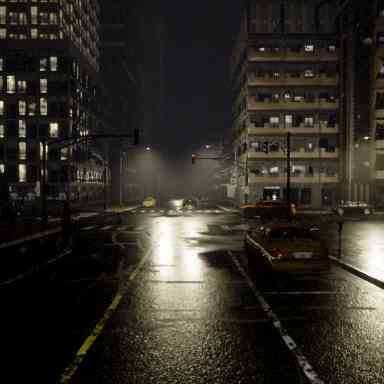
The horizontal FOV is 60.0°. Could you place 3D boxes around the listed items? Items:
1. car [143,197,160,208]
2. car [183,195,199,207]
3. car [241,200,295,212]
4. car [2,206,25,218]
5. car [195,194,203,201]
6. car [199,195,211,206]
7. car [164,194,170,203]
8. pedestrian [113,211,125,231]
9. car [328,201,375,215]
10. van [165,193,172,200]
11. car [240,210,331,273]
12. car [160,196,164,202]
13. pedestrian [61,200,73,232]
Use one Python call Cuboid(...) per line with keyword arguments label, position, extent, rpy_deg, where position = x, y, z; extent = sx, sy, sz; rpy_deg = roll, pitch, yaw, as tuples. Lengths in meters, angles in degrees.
Cuboid(label="car", position=(-6.115, 1.514, 48.060), extent=(1.752, 1.417, 4.829), rpy_deg=(-1, 0, 0))
Cuboid(label="car", position=(-0.339, 1.340, 52.175), extent=(2.097, 1.767, 4.553), rpy_deg=(0, 0, -1))
Cuboid(label="car", position=(7.028, 1.514, 31.053), extent=(5.008, 1.535, 1.882), rpy_deg=(1, 1, 0))
Cuboid(label="car", position=(-16.787, 1.491, 27.997), extent=(4.718, 1.301, 1.895), rpy_deg=(0, 1, 0))
Cuboid(label="car", position=(1.919, 1.424, 87.883), extent=(1.967, 1.590, 4.097), rpy_deg=(-1, 0, 0))
Cuboid(label="car", position=(2.214, 1.539, 53.957), extent=(2.008, 1.369, 4.403), rpy_deg=(-1, 0, 0))
Cuboid(label="car", position=(-6.312, 1.531, 70.847), extent=(1.887, 1.381, 4.507), rpy_deg=(-1, 0, 0))
Cuboid(label="pedestrian", position=(-4.171, 1.289, 19.212), extent=(0.375, 1.860, 0.375), rpy_deg=(-1, 1, 0))
Cuboid(label="car", position=(16.027, 1.624, 33.599), extent=(4.403, 1.369, 2.008), rpy_deg=(0, 0, 0))
Cuboid(label="van", position=(-6.511, 1.325, 93.465), extent=(1.690, 1.788, 3.998), rpy_deg=(-1, 0, 0))
Cuboid(label="car", position=(2.720, 1.522, 10.520), extent=(1.752, 1.417, 4.829), rpy_deg=(-1, 0, 0))
Cuboid(label="car", position=(-6.165, 1.554, 53.884), extent=(1.947, 1.339, 4.313), rpy_deg=(-1, 0, 0))
Cuboid(label="pedestrian", position=(-7.046, 1.289, 18.591), extent=(0.375, 1.860, 0.375), rpy_deg=(-1, 1, 0))
